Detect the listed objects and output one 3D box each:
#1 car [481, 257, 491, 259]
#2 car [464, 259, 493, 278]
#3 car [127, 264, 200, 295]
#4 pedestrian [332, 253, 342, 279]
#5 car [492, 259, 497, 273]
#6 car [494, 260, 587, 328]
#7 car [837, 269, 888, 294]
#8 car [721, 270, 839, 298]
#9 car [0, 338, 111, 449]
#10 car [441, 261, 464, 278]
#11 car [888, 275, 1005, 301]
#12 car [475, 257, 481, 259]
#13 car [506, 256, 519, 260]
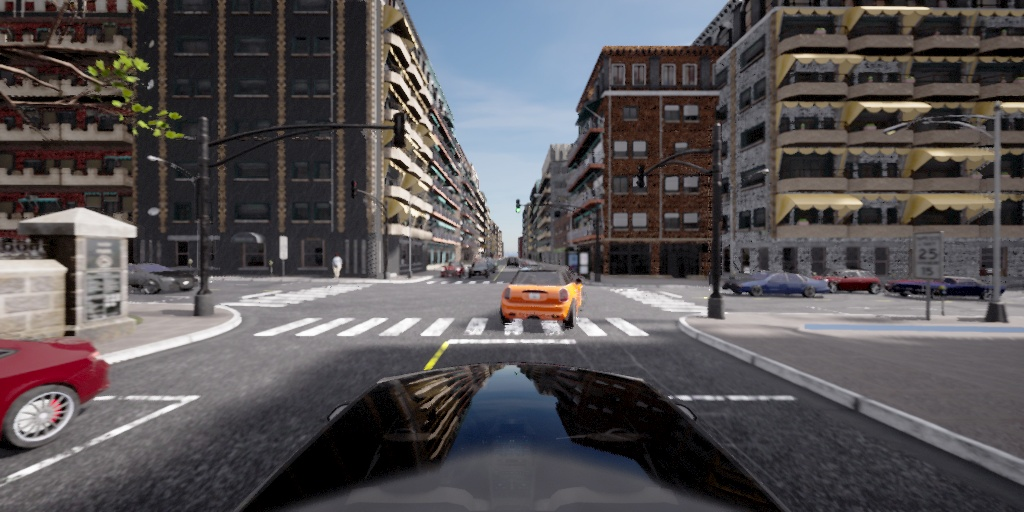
[{"bbox_3d":[-3.096,1.202,54.105,2.097,1.767,4.553,0,0,0],"label":"car"},{"bbox_3d":[-3.108,1.316,34.417,1.837,1.490,4.892,0,0,0],"label":"car"},{"bbox_3d":[-17.652,1.066,17.210,4.181,1.385,1.994,1,0,-1],"label":"car"},{"bbox_3d":[-12.718,0.699,26.004,0.375,1.860,0.375,0,-1,-1],"label":"pedestrian"},{"bbox_3d":[-3.085,1.394,44.075,1.994,1.385,4.181,0,0,2],"label":"car"},{"bbox_3d":[1.189,1.120,11.815,2.097,1.767,4.553,0,0,16],"label":"car"},{"bbox_3d":[21.375,1.613,23.453,4.097,1.591,1.967,0,0,-1],"label":"car"},{"bbox_3d":[15.244,1.621,20.817,5.357,1.411,2.033,1,0,-1],"label":"car"},{"bbox_3d":[-5.689,1.334,2.600,1.802,1.307,4.207,0,0,0],"label":"car"},{"bbox_3d":[-5.697,1.252,35.010,1.967,1.591,4.097,0,0,0],"label":"car"},{"bbox_3d":[25.278,1.852,20.937,4.718,1.301,1.895,1,0,-1],"label":"car"},{"bbox_3d":[-5.704,1.182,63.203,2.192,1.841,5.009,0,0,0],"label":"car"},{"bbox_3d":[0.085,1.093,65.115,2.150,2.045,5.566,0,0,0],"label":"car"}]
